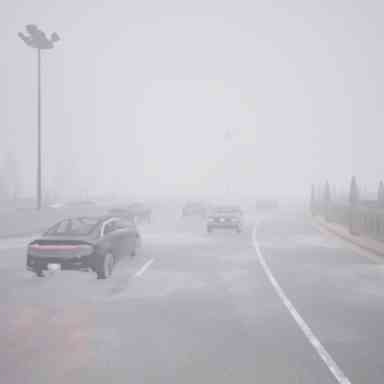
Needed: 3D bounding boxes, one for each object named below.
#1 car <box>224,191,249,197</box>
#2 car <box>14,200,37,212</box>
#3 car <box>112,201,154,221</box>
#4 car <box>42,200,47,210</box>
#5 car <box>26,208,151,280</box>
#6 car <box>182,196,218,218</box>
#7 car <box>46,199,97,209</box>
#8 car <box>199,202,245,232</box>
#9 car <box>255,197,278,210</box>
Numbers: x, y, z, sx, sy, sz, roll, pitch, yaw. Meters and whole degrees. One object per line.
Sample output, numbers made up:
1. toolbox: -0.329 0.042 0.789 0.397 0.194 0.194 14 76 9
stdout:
1. car: 9.130 0.884 65.289 2.150 2.045 5.566 -1 0 39
2. car: -15.742 1.506 34.649 2.033 1.411 5.357 0 0 18
3. car: -4.193 1.418 23.260 1.837 1.490 4.892 -1 0 13
4. car: -12.448 1.464 33.317 1.812 1.442 4.674 0 0 19
5. car: -2.879 1.455 9.896 2.128 1.511 4.902 0 0 5
6. car: 0.636 1.351 27.649 2.128 1.511 4.902 0 0 17
7. car: -10.071 1.438 29.092 1.837 1.490 4.892 -1 0 16
8. car: 2.004 1.437 19.097 2.033 1.411 5.357 0 0 11
9. car: 8.659 1.269 38.602 1.812 1.442 4.674 -1 0 26
